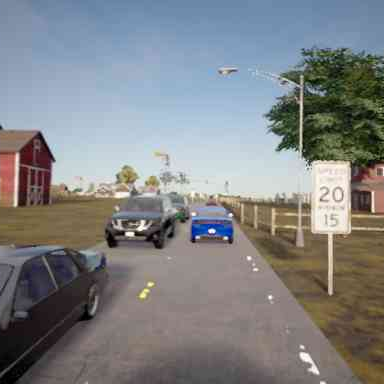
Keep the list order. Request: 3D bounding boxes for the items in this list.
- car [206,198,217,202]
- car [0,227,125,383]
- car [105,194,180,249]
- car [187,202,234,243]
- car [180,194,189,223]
[{"bbox_3d":[3.316,1.713,56.181,2.033,1.411,5.357,1,0,3],"label":"car"},{"bbox_3d":[-2.668,1.501,4.532,2.033,1.411,5.357,1,0,3],"label":"car"},{"bbox_3d":[-2.053,1.183,14.842,2.150,2.045,5.566,1,0,4],"label":"car"},{"bbox_3d":[0.983,1.489,16.354,1.882,1.535,5.008,1,0,3],"label":"car"},{"bbox_3d":[-1.414,1.203,25.546,2.150,2.045,5.566,1,0,4],"label":"car"}]
